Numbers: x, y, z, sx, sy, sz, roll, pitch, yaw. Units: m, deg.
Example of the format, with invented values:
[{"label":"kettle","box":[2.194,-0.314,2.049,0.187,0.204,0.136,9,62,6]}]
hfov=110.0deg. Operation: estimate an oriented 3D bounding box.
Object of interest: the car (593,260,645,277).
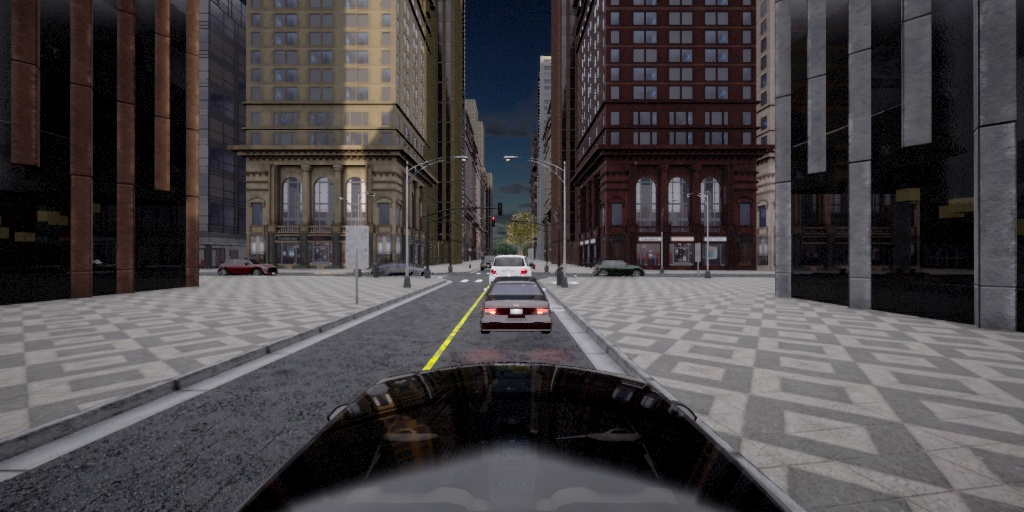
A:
[{"label":"car","box":[9.914,1.129,33.333,4.553,1.767,2.097,0,0,0]}]

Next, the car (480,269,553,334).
[{"label":"car","box":[0.089,1.297,10.594,2.033,1.411,5.357,0,0,0]}]

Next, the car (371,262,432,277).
[{"label":"car","box":[-10.217,1.259,33.325,5.357,1.411,2.033,0,0,0]}]

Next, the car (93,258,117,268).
[{"label":"car","box":[-38.334,0.989,33.332,4.553,1.767,2.097,0,0,0]}]

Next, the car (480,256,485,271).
[{"label":"car","box":[-3.139,0.969,49.469,2.150,2.045,5.566,0,0,-1]}]

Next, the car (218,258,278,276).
[{"label":"car","box":[-24.413,1.024,33.321,4.553,1.767,2.097,0,0,0]}]

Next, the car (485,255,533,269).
[{"label":"car","box":[0.013,0.971,20.839,2.150,2.045,5.566,0,0,4]}]
